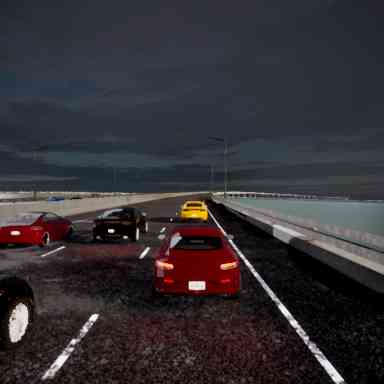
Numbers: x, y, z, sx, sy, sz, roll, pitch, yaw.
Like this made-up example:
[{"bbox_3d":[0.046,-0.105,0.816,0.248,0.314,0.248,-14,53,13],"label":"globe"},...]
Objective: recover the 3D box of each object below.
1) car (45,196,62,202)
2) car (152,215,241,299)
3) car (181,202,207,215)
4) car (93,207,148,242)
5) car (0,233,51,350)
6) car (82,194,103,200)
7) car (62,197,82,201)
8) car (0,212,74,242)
[{"bbox_3d":[-24.008,1.474,58.256,1.882,1.535,5.008,0,0,1],"label":"car"},{"bbox_3d":[0.102,1.526,8.314,1.812,1.442,4.674,0,0,0],"label":"car"},{"bbox_3d":[0.175,1.478,25.890,1.882,1.535,5.008,0,0,0],"label":"car"},{"bbox_3d":[-3.377,1.479,16.396,1.882,1.535,5.008,0,0,0],"label":"car"},{"bbox_3d":[-3.398,1.506,3.322,1.837,1.490,4.892,0,0,0],"label":"car"},{"bbox_3d":[-17.004,0.999,58.348,2.097,1.767,4.553,0,0,1],"label":"car"},{"bbox_3d":[-20.504,1.537,58.381,1.812,1.442,4.674,0,0,1],"label":"car"},{"bbox_3d":[-6.882,1.565,14.958,1.994,1.385,4.181,0,0,0],"label":"car"}]
